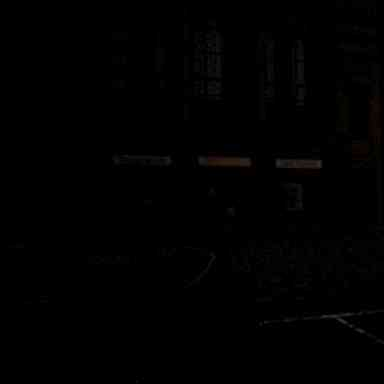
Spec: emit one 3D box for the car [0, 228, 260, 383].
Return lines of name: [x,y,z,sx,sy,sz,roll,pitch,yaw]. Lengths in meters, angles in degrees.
car: [-1.623,1.452,4.200,5.009,1.841,2.192,0,-1,-13]
